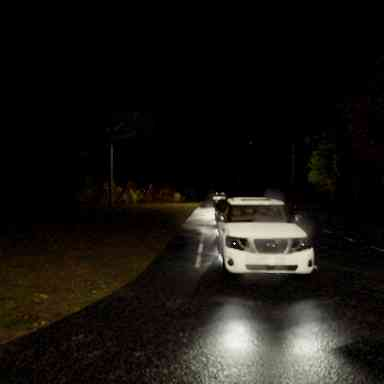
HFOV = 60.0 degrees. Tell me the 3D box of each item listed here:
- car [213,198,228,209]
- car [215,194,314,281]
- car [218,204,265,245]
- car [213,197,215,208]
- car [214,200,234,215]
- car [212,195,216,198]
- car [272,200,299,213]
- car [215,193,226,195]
[{"bbox_3d":[4.111,1.576,47.740,1.994,1.385,4.181,0,0,4],"label":"car"},{"bbox_3d":[1.951,1.218,10.281,2.150,2.045,5.566,0,0,3],"label":"car"},{"bbox_3d":[2.299,1.476,16.618,1.882,1.535,5.008,0,0,3],"label":"car"},{"bbox_3d":[3.006,1.482,29.103,1.882,1.535,5.008,0,0,3],"label":"car"},{"bbox_3d":[3.352,1.608,35.182,1.895,1.301,4.718,0,0,3],"label":"car"},{"bbox_3d":[3.714,1.501,41.341,2.128,1.511,4.902,0,0,3],"label":"car"},{"bbox_3d":[10.506,1.617,37.673,1.895,1.301,4.718,0,0,3],"label":"car"},{"bbox_3d":[4.511,1.235,54.165,2.150,2.045,5.566,0,0,4],"label":"car"}]
